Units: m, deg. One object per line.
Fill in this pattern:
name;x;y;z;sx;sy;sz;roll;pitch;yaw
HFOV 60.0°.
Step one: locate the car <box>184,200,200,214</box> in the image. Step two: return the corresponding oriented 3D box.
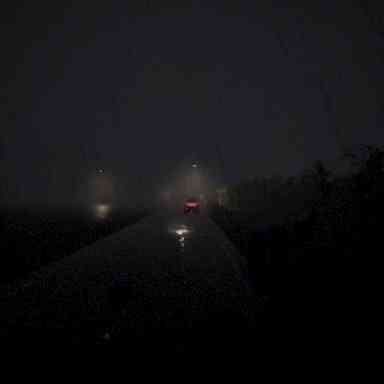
car;-0.022;1.977;40.530;1.895;1.301;4.718;0;-1;0
